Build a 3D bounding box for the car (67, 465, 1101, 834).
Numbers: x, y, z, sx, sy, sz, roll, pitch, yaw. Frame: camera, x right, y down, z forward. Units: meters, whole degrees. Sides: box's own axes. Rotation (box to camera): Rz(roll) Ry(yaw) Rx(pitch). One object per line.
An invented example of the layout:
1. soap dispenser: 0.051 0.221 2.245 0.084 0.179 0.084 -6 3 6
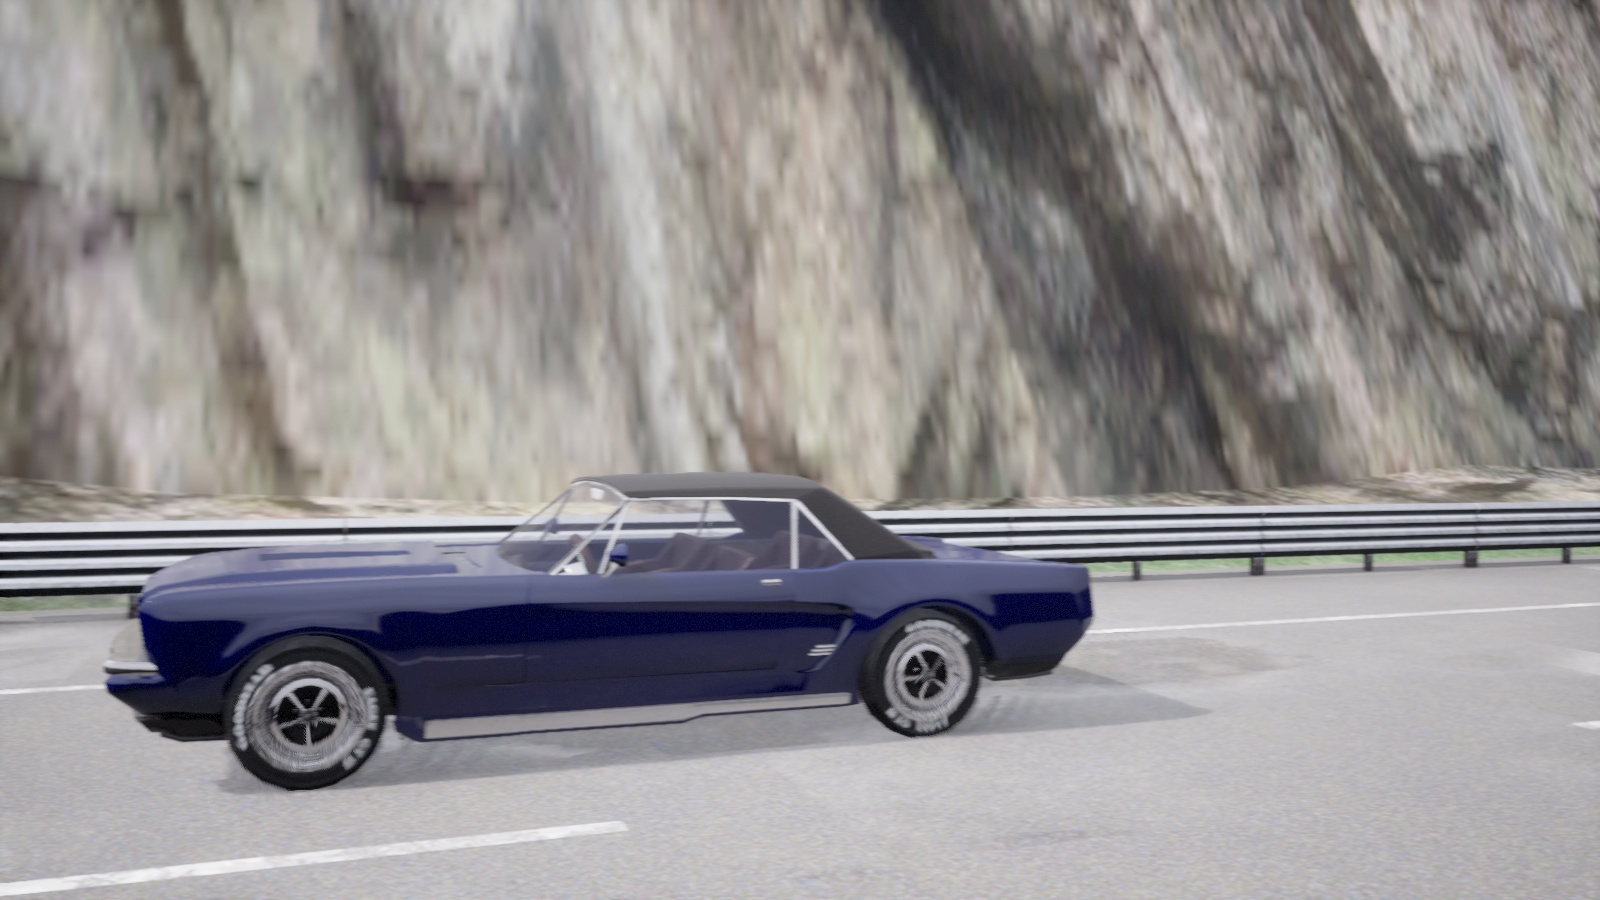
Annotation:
1. car: -0.973 0.801 6.614 4.718 1.301 1.895 -1 1 -21
